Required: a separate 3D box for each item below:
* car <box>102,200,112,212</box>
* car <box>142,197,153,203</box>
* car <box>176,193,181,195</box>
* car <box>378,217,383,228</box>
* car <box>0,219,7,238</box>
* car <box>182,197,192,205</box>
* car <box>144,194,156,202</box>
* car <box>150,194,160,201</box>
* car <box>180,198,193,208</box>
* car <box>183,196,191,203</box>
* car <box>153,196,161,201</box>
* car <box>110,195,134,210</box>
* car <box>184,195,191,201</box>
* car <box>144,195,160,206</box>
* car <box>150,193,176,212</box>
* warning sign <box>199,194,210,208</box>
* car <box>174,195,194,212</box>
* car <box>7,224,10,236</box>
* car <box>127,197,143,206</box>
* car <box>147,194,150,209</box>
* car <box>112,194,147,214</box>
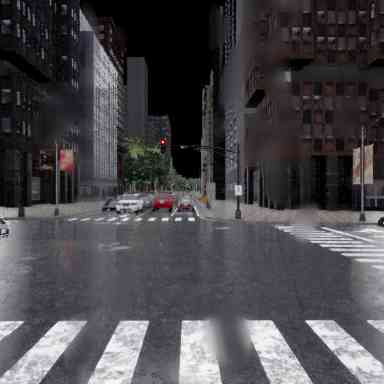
[{"bbox_3d":[-9.237,1.574,38.873,1.947,1.339,4.313,0,0,-1],"label":"car"},{"bbox_3d":[-9.536,1.669,71.428,1.802,1.307,4.206,0,0,-1],"label":"car"},{"bbox_3d":[-3.625,1.566,66.576,2.128,1.511,4.902,0,0,0],"label":"car"},{"bbox_3d":[14.094,1.788,20.933,4.181,1.385,1.994,1,0,0],"label":"car"},{"bbox_3d":[-8.952,1.432,10.797,4.674,1.442,1.812,1,0,-1],"label":"car"},{"bbox_3d":[-0.912,1.603,60.648,1.887,1.381,4.507,0,0,-1],"label":"car"},{"bbox_3d":[-9.587,1.417,76.854,2.192,1.841,5.009,0,0,-1],"label":"car"},{"bbox_3d":[-9.687,1.449,87.706,2.192,1.841,5.009,0,0,-1],"label":"car"},{"bbox_3d":[-0.812,1.615,49.798,1.802,1.307,4.206,0,0,-1],"label":"car"},{"bbox_3d":[-1.013,1.613,71.667,1.752,1.417,4.829,0,0,-1],"label":"car"},{"bbox_3d":[-9.736,1.696,93.131,1.887,1.381,4.507,0,0,-1],"label":"car"},{"bbox_3d":[-9.288,1.335,44.300,2.192,1.841,5.009,0,0,-1],"label":"car"},{"bbox_3d":[-1.162,1.574,87.772,1.967,1.590,4.097,0,0,-1],"label":"car"},{"bbox_3d":[-6.712,1.399,55.738,2.097,1.767,4.553,0,0,0],"label":"car"},{"bbox_3d":[-3.388,1.232,39.943,2.150,2.045,5.566,0,0,0],"label":"car"},{"bbox_3d":[1.565,1.132,42.641,1.300,1.860,1.060,0,0,-1],"label":"warning sign"},{"bbox_3d":[-0.713,1.448,38.949,1.967,1.590,4.097,0,0,-1],"label":"car"},{"bbox_3d":[-10.371,1.375,14.034,4.902,1.511,2.128,1,0,0],"label":"car"},{"bbox_3d":[-9.385,1.570,54.981,1.752,1.417,4.829,0,0,-1],"label":"car"},{"bbox_3d":[-6.629,1.375,45.536,2.097,1.767,4.553,0,0,0],"label":"car"},{"bbox_3d":[-6.542,1.223,35.511,2.150,2.045,5.566,0,0,-1],"label":"car"}]
